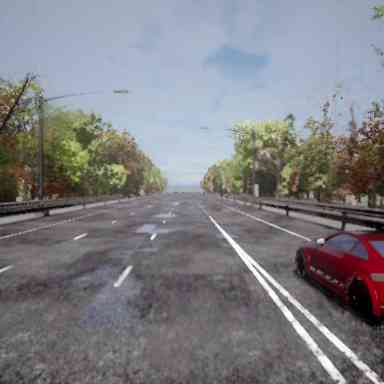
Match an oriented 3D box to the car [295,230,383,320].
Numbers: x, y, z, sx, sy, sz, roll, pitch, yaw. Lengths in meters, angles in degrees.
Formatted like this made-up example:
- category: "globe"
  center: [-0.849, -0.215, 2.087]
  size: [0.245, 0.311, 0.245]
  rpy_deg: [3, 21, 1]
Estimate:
- category: "car"
  center: [3.813, 1.514, 7.252]
  size: [1.994, 1.385, 4.181]
  rpy_deg: [0, 0, -2]
